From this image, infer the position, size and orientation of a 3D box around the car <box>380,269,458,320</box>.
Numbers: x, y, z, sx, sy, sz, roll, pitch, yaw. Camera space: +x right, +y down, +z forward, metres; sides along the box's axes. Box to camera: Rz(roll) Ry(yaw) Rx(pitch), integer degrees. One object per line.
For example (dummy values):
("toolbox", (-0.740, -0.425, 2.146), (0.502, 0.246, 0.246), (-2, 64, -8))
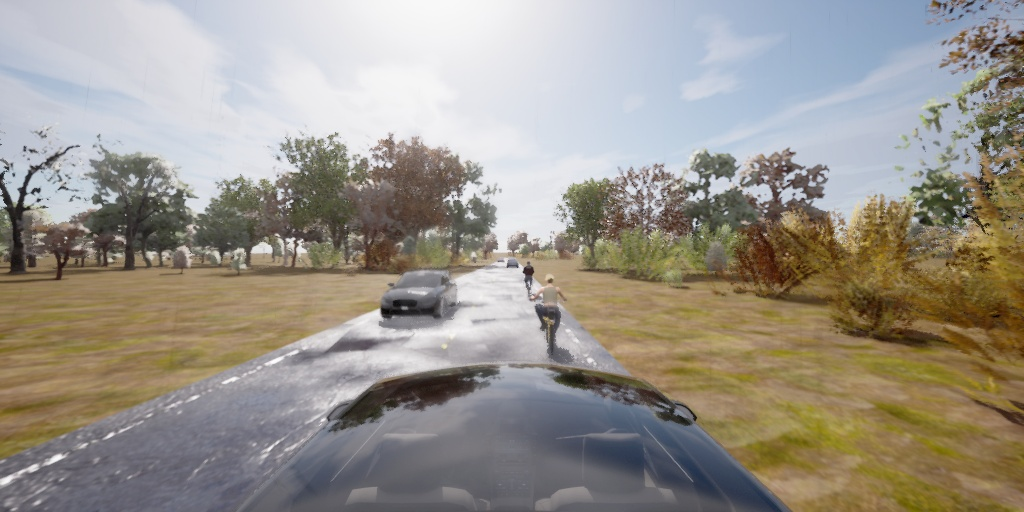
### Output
("car", (-3.095, 1.254, 12.763), (1.837, 1.490, 4.892), (0, 0, 0))

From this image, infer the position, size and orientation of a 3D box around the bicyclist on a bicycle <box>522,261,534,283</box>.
("bicyclist on a bicycle", (0.832, 1.118, 18.122), (0.659, 1.776, 1.843), (0, 0, 0))

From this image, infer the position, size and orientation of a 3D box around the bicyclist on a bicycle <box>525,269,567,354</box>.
("bicyclist on a bicycle", (0.803, 1.186, 7.770), (0.866, 1.612, 1.509), (0, 0, 0))

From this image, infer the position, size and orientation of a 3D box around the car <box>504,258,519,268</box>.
("car", (0.121, 1.278, 61.650), (1.994, 1.385, 4.181), (0, 0, 0))
